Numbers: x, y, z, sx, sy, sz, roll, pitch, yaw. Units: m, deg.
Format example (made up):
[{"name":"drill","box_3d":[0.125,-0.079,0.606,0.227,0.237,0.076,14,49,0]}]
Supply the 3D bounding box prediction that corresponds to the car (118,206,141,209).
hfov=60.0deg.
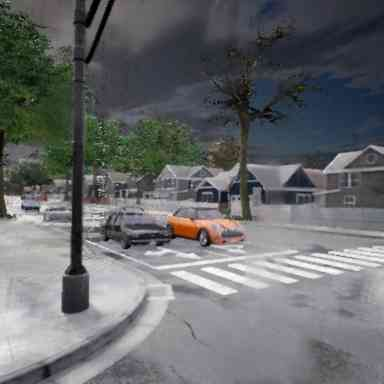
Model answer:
[{"name":"car","box_3d":[-4.337,1.798,23.862,1.882,1.535,5.008,1,-1,-33]}]

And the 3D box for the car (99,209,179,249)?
[{"name":"car","box_3d":[-2.908,1.718,15.791,2.033,1.411,5.357,1,-1,-30]}]

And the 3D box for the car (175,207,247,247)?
[{"name":"car","box_3d":[0.596,1.564,16.313,2.097,1.767,4.553,1,-1,-33]}]

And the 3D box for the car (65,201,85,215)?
[{"name":"car","box_3d":[-13.875,1.886,38.510,1.837,1.490,4.892,1,-1,-33]}]

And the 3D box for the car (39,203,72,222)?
[{"name":"car","box_3d":[-11.935,1.919,29.554,1.895,1.301,4.718,1,-1,-33]}]

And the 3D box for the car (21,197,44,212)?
[{"name":"car","box_3d":[-21.666,1.823,44.641,1.882,1.535,5.008,1,-1,-33]}]
